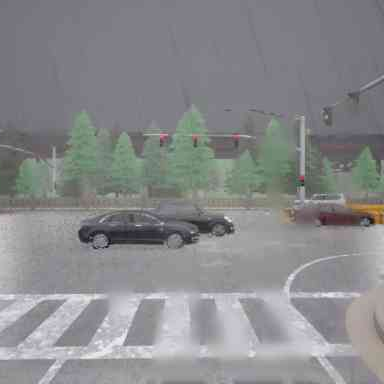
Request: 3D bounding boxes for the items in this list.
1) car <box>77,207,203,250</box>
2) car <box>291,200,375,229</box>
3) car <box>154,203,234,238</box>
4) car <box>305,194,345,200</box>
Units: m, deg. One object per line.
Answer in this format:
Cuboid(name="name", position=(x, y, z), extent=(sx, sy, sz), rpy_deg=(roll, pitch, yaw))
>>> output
Cuboid(name="car", position=(-2.153, 1.505, 13.714), extent=(4.892, 1.490, 1.837), rpy_deg=(0, 0, -2))
Cuboid(name="car", position=(8.858, 1.477, 21.049), extent=(5.008, 1.535, 1.882), rpy_deg=(0, 0, -2))
Cuboid(name="car", position=(-0.125, 1.352, 17.277), extent=(4.553, 1.767, 2.097), rpy_deg=(0, 0, -2))
Cuboid(name="car", position=(13.548, 1.221, 35.398), extent=(5.566, 2.045, 2.150), rpy_deg=(0, 0, -2))
